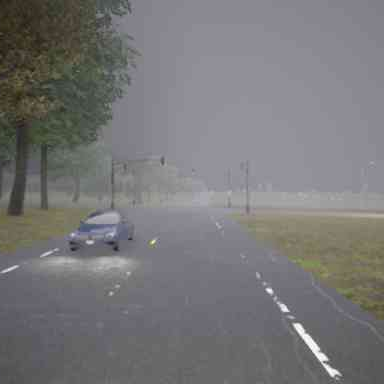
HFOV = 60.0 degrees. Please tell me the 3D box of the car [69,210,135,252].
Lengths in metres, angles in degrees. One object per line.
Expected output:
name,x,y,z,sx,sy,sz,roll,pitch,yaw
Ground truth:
car,-3.584,1.514,14.012,1.812,1.442,4.674,0,0,0
